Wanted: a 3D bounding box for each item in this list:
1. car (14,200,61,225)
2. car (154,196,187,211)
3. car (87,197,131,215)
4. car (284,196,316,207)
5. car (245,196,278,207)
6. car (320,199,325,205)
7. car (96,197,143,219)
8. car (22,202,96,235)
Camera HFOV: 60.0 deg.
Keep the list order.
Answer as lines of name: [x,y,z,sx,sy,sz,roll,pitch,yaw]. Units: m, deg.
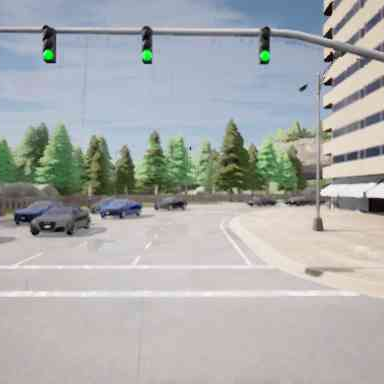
car: [-9.966,1.314,22.655,1.882,1.535,5.008,0,0,7]
car: [-2.332,1.254,36.975,1.882,1.535,5.008,0,0,27]
car: [-7.945,1.293,32.380,1.837,1.490,4.892,0,0,19]
car: [15.043,1.367,46.410,4.718,1.301,1.895,0,0,-34]
car: [9.740,1.301,46.426,5.357,1.411,2.033,0,0,-41]
car: [18.269,1.290,52.160,5.357,1.411,2.033,0,0,-22]
car: [-5.743,1.297,27.485,1.882,1.535,5.008,0,0,14]
car: [-6.831,1.435,17.676,1.994,1.385,4.181,0,0,0]
